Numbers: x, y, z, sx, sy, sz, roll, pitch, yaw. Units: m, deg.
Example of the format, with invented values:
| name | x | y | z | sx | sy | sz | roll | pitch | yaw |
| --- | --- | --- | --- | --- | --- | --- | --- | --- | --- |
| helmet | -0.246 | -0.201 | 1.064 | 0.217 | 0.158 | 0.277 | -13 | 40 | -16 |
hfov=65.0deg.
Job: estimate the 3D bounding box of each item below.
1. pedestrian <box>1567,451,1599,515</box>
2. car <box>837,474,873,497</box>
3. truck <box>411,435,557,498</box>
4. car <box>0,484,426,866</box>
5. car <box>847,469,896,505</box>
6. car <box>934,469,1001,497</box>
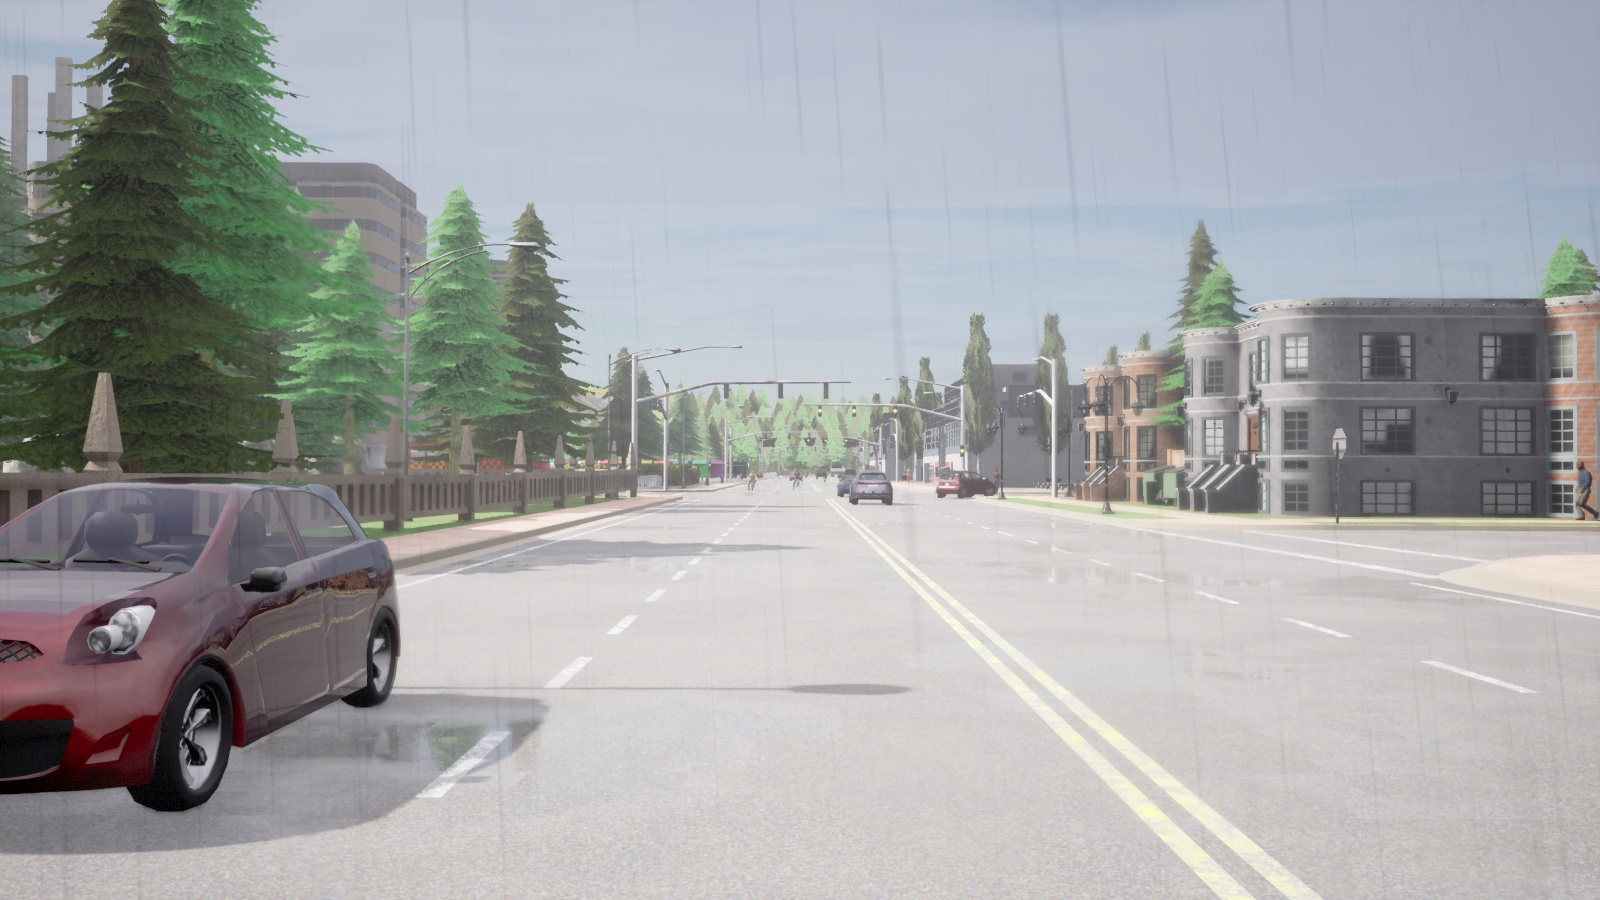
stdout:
| name | x | y | z | sx | sy | sz | roll | pitch | yaw |
| --- | --- | --- | --- | --- | --- | --- | --- | --- | --- |
| pedestrian | 22.864 | 0.965 | 36.641 | 0.726 | 1.835 | 0.370 | 0 | -1 | 7 |
| car | 3.328 | 2.153 | 76.853 | 1.994 | 1.385 | 4.181 | 0 | -1 | 0 |
| truck | -19.815 | 1.053 | 79.054 | 8.468 | 3.827 | 2.891 | 0 | -1 | 0 |
| car | -3.515 | 0.958 | 6.892 | 1.845 | 1.501 | 3.633 | 0 | -1 | 0 |
| car | 3.366 | 1.734 | 59.859 | 2.033 | 1.649 | 4.856 | 0 | -1 | 0 |
| car | 9.869 | 1.908 | 73.706 | 1.851 | 1.617 | 3.988 | -1 | -1 | 45 |
